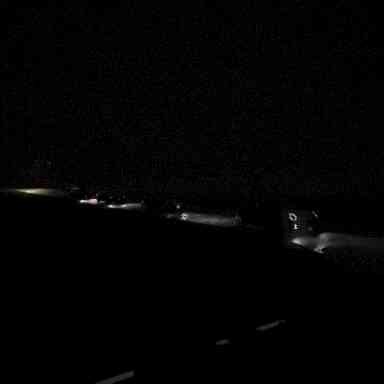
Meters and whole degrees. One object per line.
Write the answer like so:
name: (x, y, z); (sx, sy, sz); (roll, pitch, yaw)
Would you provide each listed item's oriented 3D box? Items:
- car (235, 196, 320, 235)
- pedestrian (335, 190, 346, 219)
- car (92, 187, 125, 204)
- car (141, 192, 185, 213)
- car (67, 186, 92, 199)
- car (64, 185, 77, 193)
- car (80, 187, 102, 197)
car: (4.361, 1.066, 17.504); (2.097, 1.767, 4.553); (-3, 4, -33)
pedestrian: (9.301, 0.787, 20.989); (0.375, 1.860, 0.375); (-1, 1, -35)
car: (-8.974, 0.446, 36.539); (1.837, 1.490, 4.892); (-3, 3, -35)
car: (-2.457, 0.807, 27.299); (2.128, 1.511, 4.902); (-3, 4, -35)
car: (-15.117, 0.201, 45.303); (1.895, 1.301, 4.718); (-3, 4, -35)
car: (-21.389, -0.487, 59.197); (2.128, 1.511, 4.902); (-3, 4, -35)
car: (-15.507, -0.079, 50.880); (1.895, 1.301, 4.718); (-3, 4, -35)
